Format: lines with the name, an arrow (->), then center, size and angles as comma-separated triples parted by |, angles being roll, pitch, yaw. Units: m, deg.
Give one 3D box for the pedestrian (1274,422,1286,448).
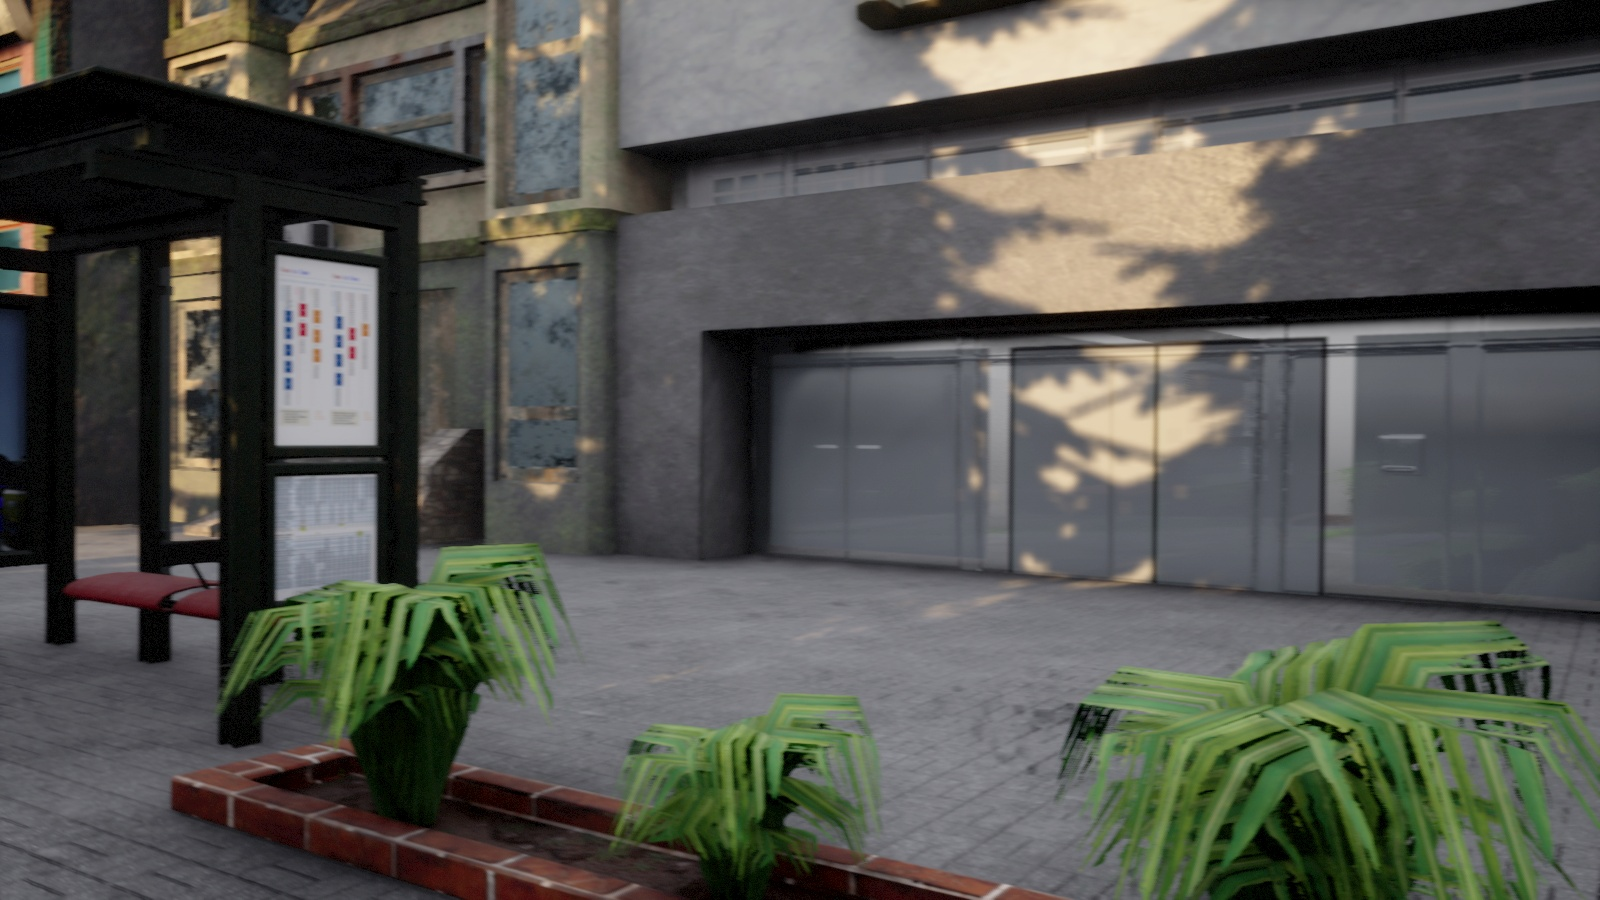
pedestrian -> 34.995, -1.094, 91.583 | 0.726, 1.835, 0.370 | 0, 1, 32
